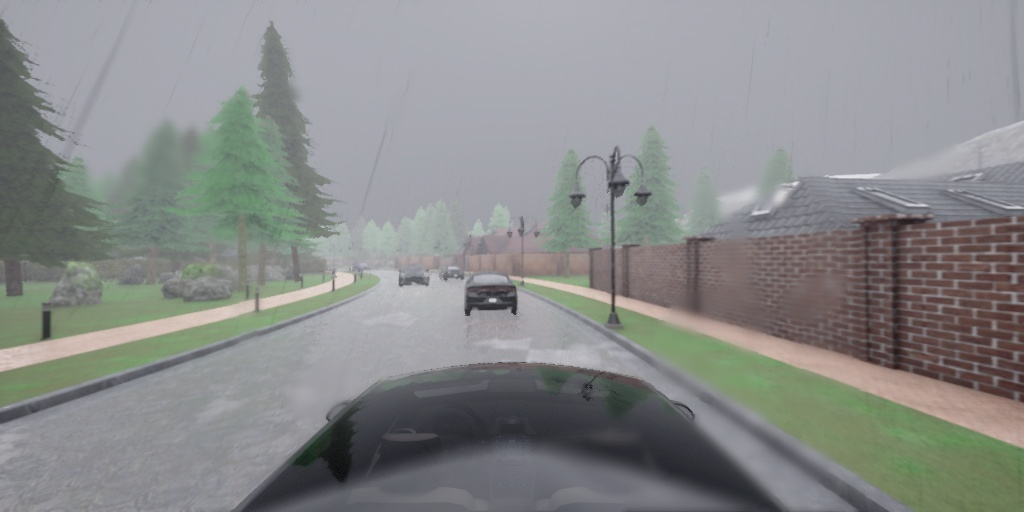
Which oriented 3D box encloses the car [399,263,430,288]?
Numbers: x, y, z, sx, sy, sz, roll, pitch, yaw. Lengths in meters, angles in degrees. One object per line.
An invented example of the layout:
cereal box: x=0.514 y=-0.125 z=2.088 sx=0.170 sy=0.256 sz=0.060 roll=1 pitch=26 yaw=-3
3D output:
car: x=-7.341 y=1.354 z=26.886 sx=2.097 sy=1.767 sz=4.553 roll=0 pitch=0 yaw=-16

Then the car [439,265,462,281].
car: x=-5.772 y=1.582 z=34.181 sx=1.812 sy=1.442 sz=4.674 roll=0 pitch=-1 yaw=-19

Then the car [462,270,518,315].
car: x=-0.949 y=1.341 z=14.352 sx=1.882 sy=1.535 sz=5.008 roll=0 pitch=-1 yaw=-7
